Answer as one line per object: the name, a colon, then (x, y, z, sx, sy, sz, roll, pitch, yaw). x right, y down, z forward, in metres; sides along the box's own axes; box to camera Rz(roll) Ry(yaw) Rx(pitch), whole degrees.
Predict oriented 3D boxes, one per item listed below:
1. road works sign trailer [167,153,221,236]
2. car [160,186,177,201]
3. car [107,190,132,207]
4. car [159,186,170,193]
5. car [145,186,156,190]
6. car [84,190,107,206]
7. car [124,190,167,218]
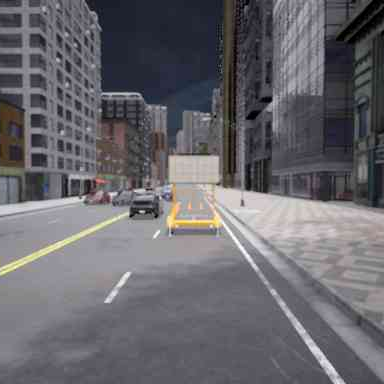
road works sign trailer: (0.094, 0.032, 15.293, 2.380, 3.560, 2.880, 0, 2, 0)
car: (-2.890, 0.356, 41.711, 1.812, 1.442, 4.674, 0, 1, 0)
car: (-6.391, 0.604, 32.149, 1.837, 1.490, 4.892, 0, 2, 0)
car: (-6.040, -0.552, 73.494, 2.128, 1.511, 4.902, 0, 2, 0)
car: (-9.283, -0.603, 74.516, 1.895, 1.301, 4.718, 0, 2, 0)
car: (-9.625, 0.568, 34.192, 1.812, 1.442, 4.674, 0, 2, 0)
car: (-3.009, 0.869, 22.592, 1.837, 1.490, 4.892, 0, 2, 0)
